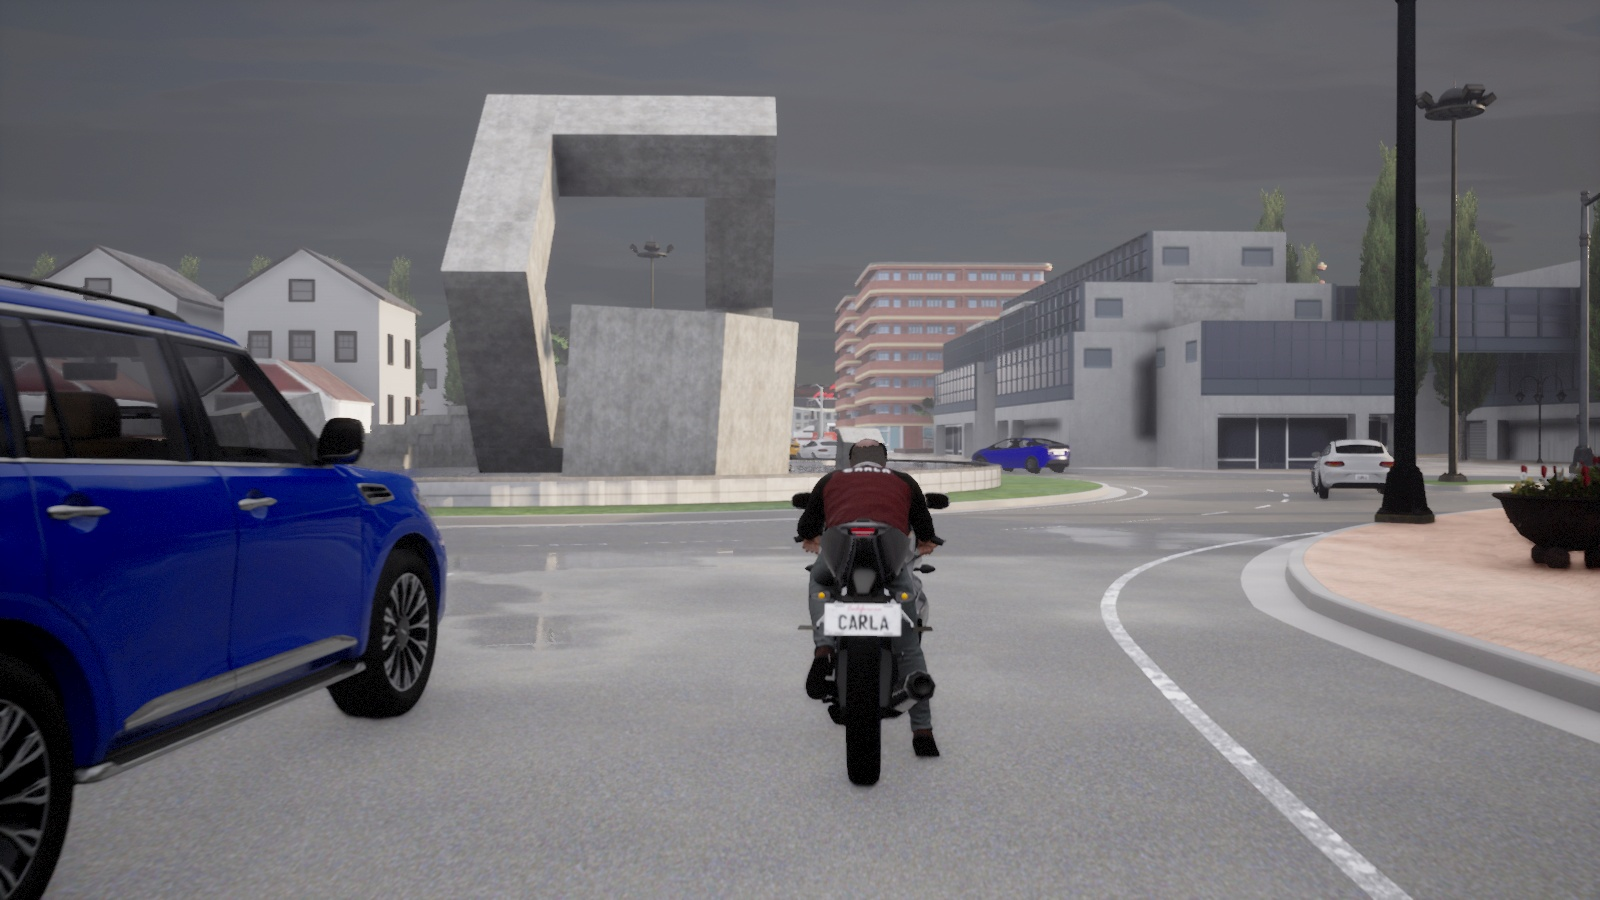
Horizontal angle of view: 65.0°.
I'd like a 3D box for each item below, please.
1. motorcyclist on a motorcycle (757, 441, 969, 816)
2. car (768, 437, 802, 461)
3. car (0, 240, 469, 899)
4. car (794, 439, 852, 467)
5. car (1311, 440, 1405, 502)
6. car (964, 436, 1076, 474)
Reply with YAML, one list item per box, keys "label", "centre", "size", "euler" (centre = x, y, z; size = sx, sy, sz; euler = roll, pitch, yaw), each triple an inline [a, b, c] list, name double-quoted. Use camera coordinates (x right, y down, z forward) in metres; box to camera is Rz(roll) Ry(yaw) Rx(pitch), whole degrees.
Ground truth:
- label: "motorcyclist on a motorcycle"
  centre: [0.336, 0.721, 6.257]
  size: [0.866, 1.530, 2.191]
  euler: [0, 1, 4]
- label: "car"
  centre: [-1.053, -0.079, 83.283]
  size: [1.882, 1.535, 5.008]
  euler: [0, 1, -5]
- label: "car"
  centre: [-3.260, 0.414, 5.010]
  size: [2.150, 2.045, 5.566]
  euler: [0, 1, 3]
- label: "car"
  centre: [1.177, 0.126, 67.208]
  size: [1.812, 1.442, 4.674]
  euler: [0, 1, -16]
- label: "car"
  centre: [14.203, 0.474, 32.186]
  size: [1.812, 1.442, 4.674]
  euler: [0, 1, 19]
- label: "car"
  centre: [9.335, 0.184, 53.612]
  size: [2.007, 1.525, 4.514]
  euler: [0, 1, -39]
